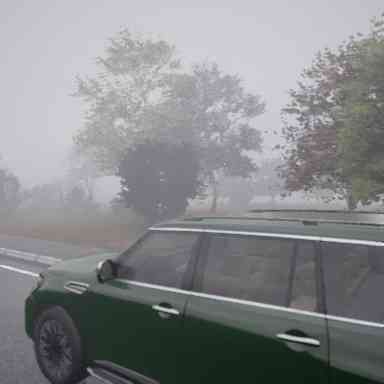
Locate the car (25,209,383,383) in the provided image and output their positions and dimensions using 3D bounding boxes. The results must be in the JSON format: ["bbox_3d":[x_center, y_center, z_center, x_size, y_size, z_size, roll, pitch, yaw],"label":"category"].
[{"bbox_3d":[0.461,1.220,3.653,5.566,2.045,2.150,0,0,36],"label":"car"}]
